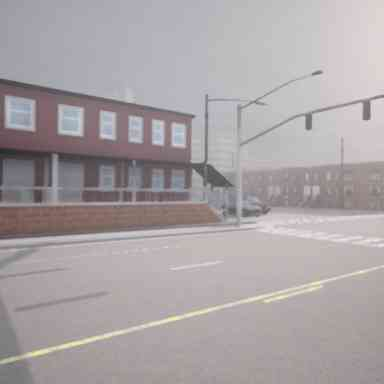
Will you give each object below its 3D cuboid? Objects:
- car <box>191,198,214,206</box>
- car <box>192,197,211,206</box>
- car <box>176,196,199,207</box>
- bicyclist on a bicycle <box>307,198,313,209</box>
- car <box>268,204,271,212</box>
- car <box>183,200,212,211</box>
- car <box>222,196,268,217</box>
[{"bbox_3d":[1.924,1.901,63.165,1.837,1.490,4.892,1,0,-36],"label":"car"},{"bbox_3d":[0.064,1.603,41.537,2.097,1.767,4.553,1,0,-36],"label":"car"},{"bbox_3d":[-0.904,1.713,61.106,2.097,1.767,4.553,1,0,-36],"label":"car"},{"bbox_3d":[18.029,1.751,50.756,1.656,1.620,0.582,0,0,-36],"label":"bicyclist on a bicycle"},{"bbox_3d":[6.501,1.506,38.541,2.150,2.045,5.566,1,0,-36],"label":"car"},{"bbox_3d":[0.690,1.851,46.691,1.994,1.385,4.181,1,0,-35],"label":"car"},{"bbox_3d":[5.157,1.601,34.406,2.097,1.767,4.553,1,0,-36],"label":"car"}]
